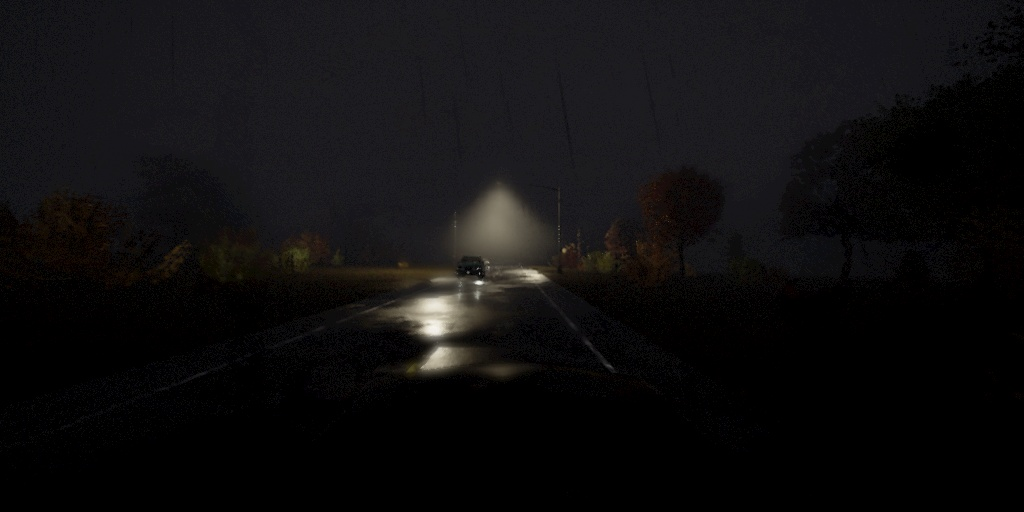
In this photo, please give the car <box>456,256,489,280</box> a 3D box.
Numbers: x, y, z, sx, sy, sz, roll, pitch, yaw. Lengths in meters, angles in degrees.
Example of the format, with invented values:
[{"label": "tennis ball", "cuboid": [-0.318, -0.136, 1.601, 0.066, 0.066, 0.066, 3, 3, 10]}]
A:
[{"label": "car", "cuboid": [-3.597, 0.994, 32.186, 2.150, 2.045, 5.566, 0, 0, 0]}]
